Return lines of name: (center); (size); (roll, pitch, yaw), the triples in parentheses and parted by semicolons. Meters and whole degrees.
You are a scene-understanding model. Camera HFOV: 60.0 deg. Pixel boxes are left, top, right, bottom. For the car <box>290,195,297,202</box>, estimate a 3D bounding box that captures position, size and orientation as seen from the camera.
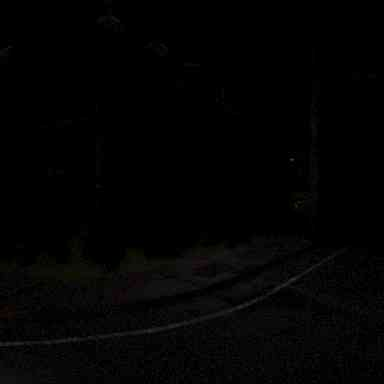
car: (19.941, 1.505, 67.528); (1.905, 1.878, 3.866); (0, 0, 36)
